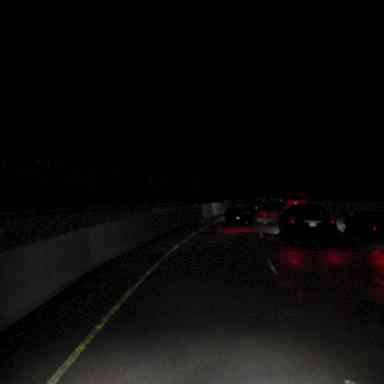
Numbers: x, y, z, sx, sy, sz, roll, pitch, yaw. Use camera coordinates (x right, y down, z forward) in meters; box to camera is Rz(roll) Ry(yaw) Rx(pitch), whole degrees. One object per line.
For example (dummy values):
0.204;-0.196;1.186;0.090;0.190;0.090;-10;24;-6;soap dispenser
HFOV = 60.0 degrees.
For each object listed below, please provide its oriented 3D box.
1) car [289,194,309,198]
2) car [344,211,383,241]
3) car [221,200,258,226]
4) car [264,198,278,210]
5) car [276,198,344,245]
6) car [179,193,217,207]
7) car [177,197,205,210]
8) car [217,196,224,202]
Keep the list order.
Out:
11.512;1.219;35.564;2.150;2.045;5.566;0;0;24;car
8.975;1.611;16.468;1.895;1.301;4.718;0;0;11;car
3.545;1.464;23.469;1.882;1.535;5.008;0;0;15;car
10.193;1.481;40.841;2.128;1.511;4.902;0;0;26;car
5.325;1.352;15.702;2.097;1.767;4.553;0;0;10;car
0.640;1.185;37.310;2.150;2.045;5.566;0;0;23;car
-0.038;1.481;44.253;1.812;1.442;4.674;0;0;26;car
4.152;1.462;59.161;1.837;1.490;4.892;0;0;31;car
